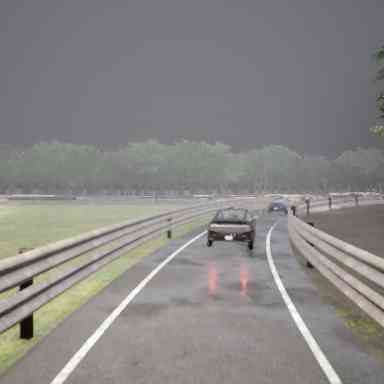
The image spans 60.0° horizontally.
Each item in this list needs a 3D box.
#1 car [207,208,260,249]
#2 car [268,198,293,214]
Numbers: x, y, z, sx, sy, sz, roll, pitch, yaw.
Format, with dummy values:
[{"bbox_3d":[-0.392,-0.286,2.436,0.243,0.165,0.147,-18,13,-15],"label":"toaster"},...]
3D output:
[{"bbox_3d":[1.867,1.448,14.562,2.128,1.511,4.902,1,0,12],"label":"car"},{"bbox_3d":[8.956,1.334,33.044,1.812,1.442,4.674,1,1,29],"label":"car"}]
